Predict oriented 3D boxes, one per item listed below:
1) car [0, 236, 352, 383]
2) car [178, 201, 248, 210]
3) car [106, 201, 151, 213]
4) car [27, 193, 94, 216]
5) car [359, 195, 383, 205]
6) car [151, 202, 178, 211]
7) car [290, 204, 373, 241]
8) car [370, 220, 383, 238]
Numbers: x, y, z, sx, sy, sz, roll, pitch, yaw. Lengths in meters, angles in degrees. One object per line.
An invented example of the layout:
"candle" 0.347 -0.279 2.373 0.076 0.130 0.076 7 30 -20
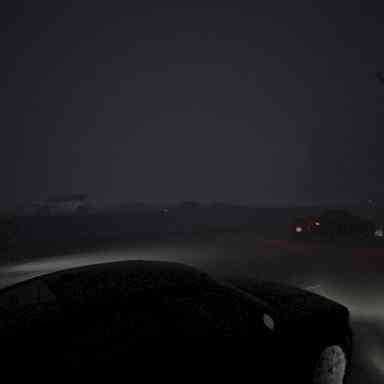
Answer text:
"car" -0.384 1.469 3.347 5.008 1.535 1.882 0 0 -35
"car" 1.997 1.491 25.608 5.357 1.411 2.033 0 0 -29
"car" -5.440 1.496 29.340 4.181 1.385 1.994 0 0 -31
"car" -11.615 1.150 29.705 5.566 2.045 2.150 0 0 -32
"car" 26.207 1.258 47.341 4.553 1.767 2.097 0 0 -17
"car" -0.694 1.462 28.076 4.674 1.442 1.812 0 0 -29
"car" 6.786 1.492 16.004 4.674 1.442 1.812 0 0 -29
"car" 9.986 1.465 13.758 4.902 1.511 2.128 0 0 -28
